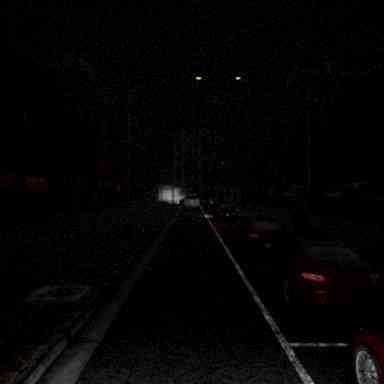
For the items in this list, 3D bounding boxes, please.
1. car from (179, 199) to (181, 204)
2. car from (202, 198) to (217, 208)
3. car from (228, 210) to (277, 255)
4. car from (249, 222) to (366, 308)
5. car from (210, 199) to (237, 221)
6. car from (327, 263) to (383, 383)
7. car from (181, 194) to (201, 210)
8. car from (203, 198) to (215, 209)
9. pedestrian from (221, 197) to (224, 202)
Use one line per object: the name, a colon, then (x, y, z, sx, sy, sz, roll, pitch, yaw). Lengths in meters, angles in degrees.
car: (-1.001, 1.776, 66.900, 1.895, 1.301, 4.718, 1, 0, -22)
car: (2.652, 1.682, 51.640, 2.008, 1.369, 4.403, 0, 0, 0)
car: (2.647, 1.608, 13.115, 1.802, 1.307, 4.206, 0, 0, 0)
car: (2.646, 1.597, 7.611, 1.802, 1.307, 4.206, 1, 0, 0)
car: (2.754, 1.588, 28.052, 1.812, 1.442, 4.674, 0, 0, 0)
car: (2.646, 1.586, 2.107, 1.802, 1.307, 4.206, 1, 0, 0)
car: (0.019, 1.329, 44.937, 2.150, 2.045, 5.566, 0, 0, 0)
car: (2.652, 1.554, 46.137, 1.967, 1.590, 4.097, 0, 0, 0)
pedestrian: (2.755, 1.363, 30.897, 0.375, 1.860, 0.375, 0, -1, 0)
